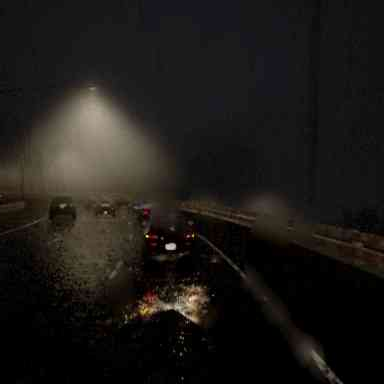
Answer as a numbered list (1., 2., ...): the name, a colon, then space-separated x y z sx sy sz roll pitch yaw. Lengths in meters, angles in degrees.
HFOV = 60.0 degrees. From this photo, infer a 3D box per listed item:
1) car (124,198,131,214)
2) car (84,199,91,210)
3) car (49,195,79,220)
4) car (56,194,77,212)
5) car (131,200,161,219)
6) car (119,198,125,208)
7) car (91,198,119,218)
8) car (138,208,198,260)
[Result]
1. car: -5.436 1.565 33.960 1.812 1.442 4.674 0 0 -18
2. car: -13.227 1.653 44.561 1.994 1.385 4.181 0 0 -24
3. car: -11.334 1.295 29.461 2.150 2.045 5.566 0 0 -19
4. car: -15.955 1.328 42.062 2.150 2.045 5.566 0 0 -24
5. car: -3.505 1.574 27.152 2.033 1.411 5.357 0 0 -15
6. car: -9.639 1.573 45.080 1.837 1.490 4.892 0 0 -24
7. car: -8.349 1.561 31.609 1.837 1.490 4.892 0 0 -18
8. car: -0.892 1.535 12.431 1.812 1.442 4.674 0 -1 -6
